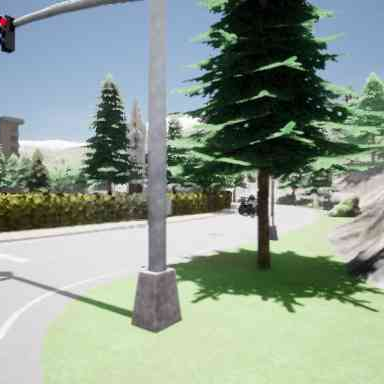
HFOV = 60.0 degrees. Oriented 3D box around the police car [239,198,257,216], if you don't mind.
[{"bbox_3d":[6.009,1.394,32.220,1.930,1.638,5.238,1,1,26],"label":"police car"}]
